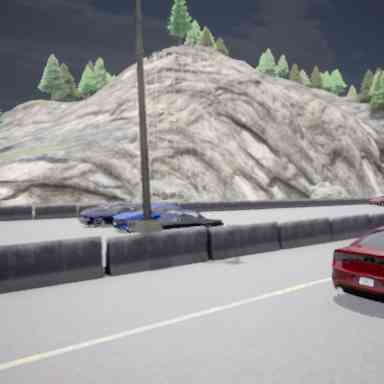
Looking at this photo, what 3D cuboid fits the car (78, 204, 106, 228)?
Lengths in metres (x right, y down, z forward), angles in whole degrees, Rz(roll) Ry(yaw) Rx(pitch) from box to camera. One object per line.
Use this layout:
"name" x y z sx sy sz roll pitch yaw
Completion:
"car" -4.940 1.583 21.964 4.718 1.301 1.895 0 0 -35

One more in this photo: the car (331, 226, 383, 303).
"car" 5.161 1.460 7.428 5.008 1.535 1.882 0 0 -35

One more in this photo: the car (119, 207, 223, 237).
"car" -0.834 1.583 16.295 4.718 1.301 1.895 0 0 -35

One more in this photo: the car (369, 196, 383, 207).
"car" 28.544 1.370 50.078 5.008 1.535 1.882 0 0 -35

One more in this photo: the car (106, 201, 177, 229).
"car" -2.173 1.458 19.636 5.008 1.535 1.882 0 0 -35

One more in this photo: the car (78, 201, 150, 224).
"car" -5.947 1.472 25.542 4.902 1.511 2.128 0 0 -35
